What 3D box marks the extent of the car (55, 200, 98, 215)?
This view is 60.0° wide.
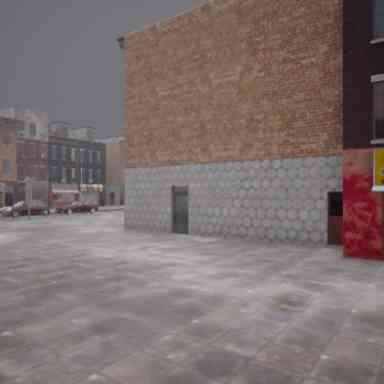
[{"bbox_3d":[-11.749,1.569,34.110,1.887,1.381,4.507,0,0,36],"label":"car"}]

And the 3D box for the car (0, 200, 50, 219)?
[{"bbox_3d":[-14.928,1.470,29.664,1.967,1.590,4.097,0,0,36],"label":"car"}]
